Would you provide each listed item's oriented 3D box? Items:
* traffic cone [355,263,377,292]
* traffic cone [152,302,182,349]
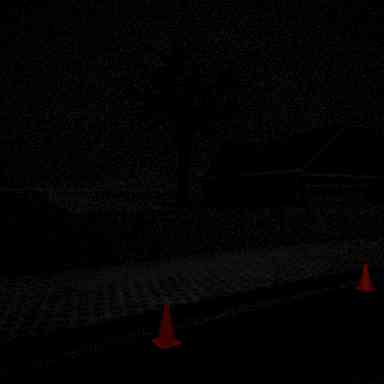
[{"bbox_3d":[3.996,1.942,7.653,0.340,0.580,0.340,0,0,-30],"label":"traffic cone"},{"bbox_3d":[-0.372,1.942,4.945,0.340,0.580,0.340,0,0,-33],"label":"traffic cone"}]
